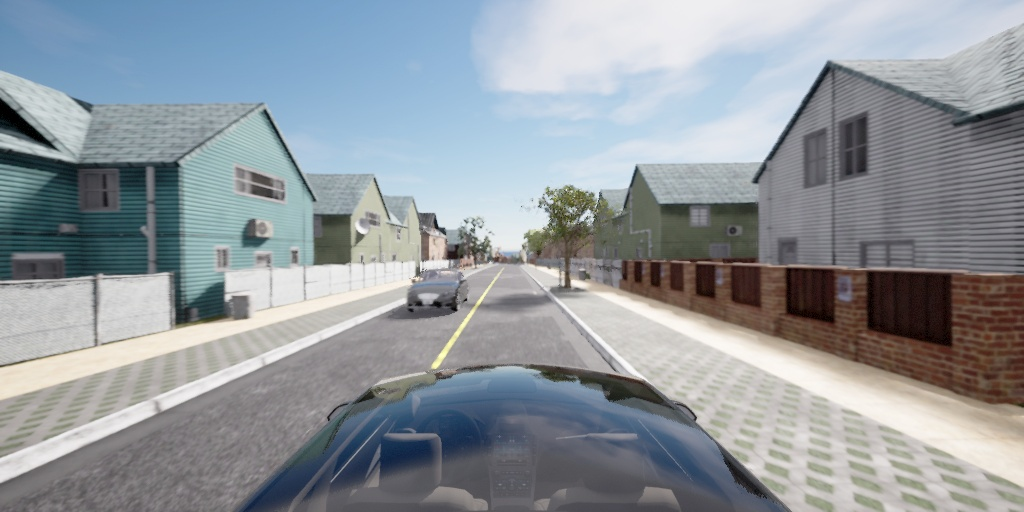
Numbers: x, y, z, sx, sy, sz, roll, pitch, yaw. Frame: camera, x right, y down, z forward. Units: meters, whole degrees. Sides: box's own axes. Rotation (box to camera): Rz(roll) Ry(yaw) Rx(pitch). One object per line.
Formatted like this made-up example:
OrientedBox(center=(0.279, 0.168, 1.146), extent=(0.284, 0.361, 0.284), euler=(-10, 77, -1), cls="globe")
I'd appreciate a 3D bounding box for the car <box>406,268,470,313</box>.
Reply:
OrientedBox(center=(-2.809, 1.270, 14.385), extent=(2.128, 1.511, 4.902), euler=(-1, 0, 0), cls="car")
